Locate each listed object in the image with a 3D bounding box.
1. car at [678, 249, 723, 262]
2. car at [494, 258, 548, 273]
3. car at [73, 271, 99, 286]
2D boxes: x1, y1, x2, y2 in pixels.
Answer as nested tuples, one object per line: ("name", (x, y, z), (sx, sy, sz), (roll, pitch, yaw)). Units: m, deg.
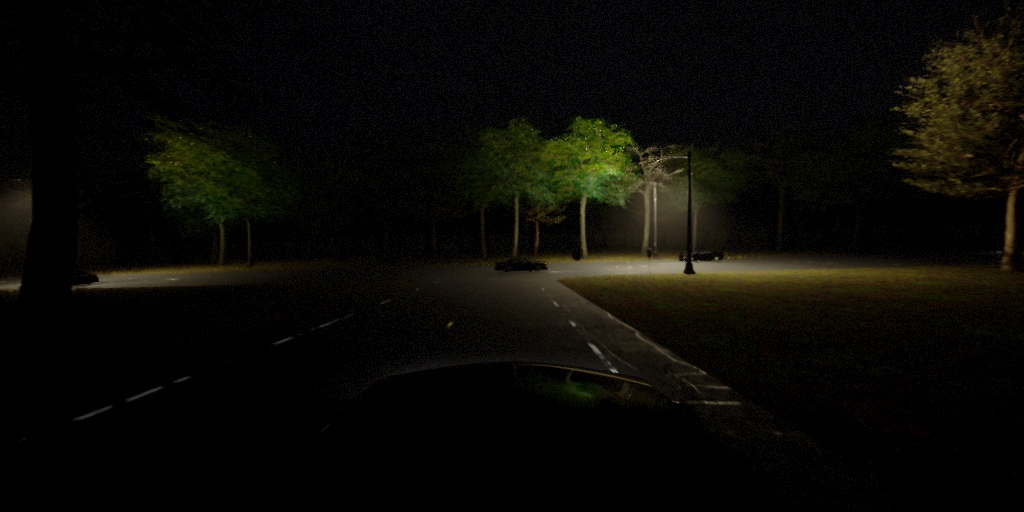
("car", (22.797, -0.018, 43.441), (5.008, 1.535, 1.882), (-3, 4, 0))
("car", (0.906, 0.928, 36.445), (5.357, 1.411, 2.033), (-1, 3, -1))
("car", (-44.911, 2.211, 36.197), (4.892, 1.490, 1.837), (-1, 4, 0))
